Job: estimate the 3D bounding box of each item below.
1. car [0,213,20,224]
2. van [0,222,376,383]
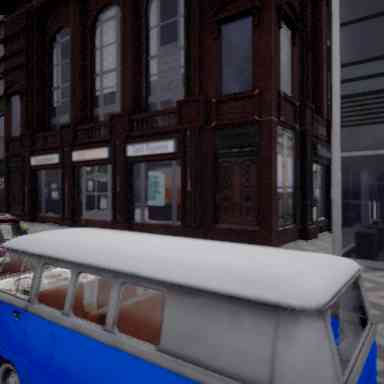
[{"bbox_3d":[-5.013,1.267,6.435,5.009,1.841,2.192,0,0,36],"label":"car"},{"bbox_3d":[-0.435,1.328,3.170,3.998,1.788,1.690,0,0,36],"label":"van"}]
